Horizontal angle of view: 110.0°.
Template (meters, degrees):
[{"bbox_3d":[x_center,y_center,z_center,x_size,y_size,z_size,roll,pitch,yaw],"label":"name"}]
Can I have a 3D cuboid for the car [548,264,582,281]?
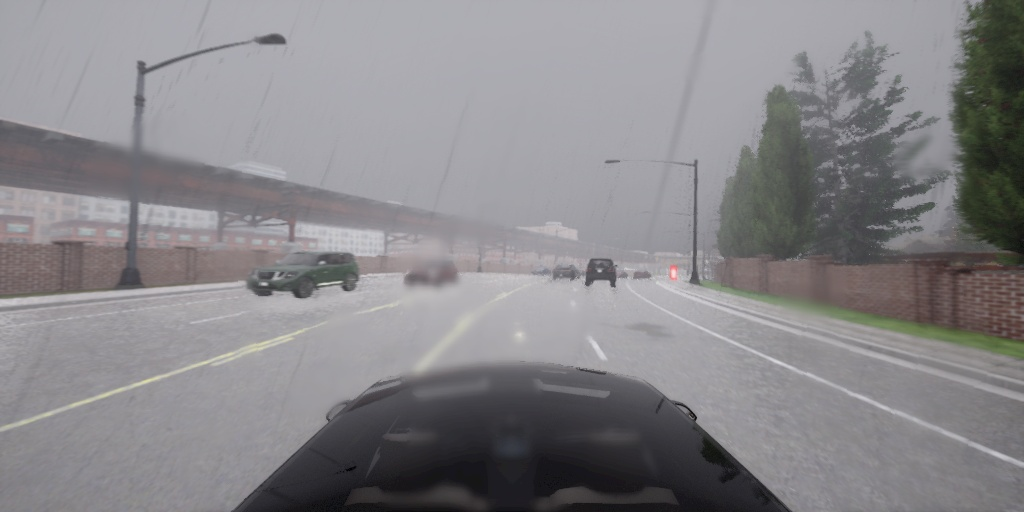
[{"bbox_3d":[5.274,1.559,34.029,2.128,1.511,4.902,1,-2,20],"label":"car"}]

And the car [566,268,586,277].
[{"bbox_3d":[11.118,2.896,61.750,1.994,1.385,4.181,1,-3,31],"label":"car"}]

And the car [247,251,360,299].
[{"bbox_3d":[-9.447,0.772,16.952,2.150,2.045,5.566,1,0,8],"label":"car"}]

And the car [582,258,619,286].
[{"bbox_3d":[7.048,1.213,28.167,2.150,2.045,5.566,1,-1,17],"label":"car"}]

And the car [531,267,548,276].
[{"bbox_3d":[4.825,2.451,57.947,1.812,1.442,4.674,1,-3,30],"label":"car"}]

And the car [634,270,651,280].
[{"bbox_3d":[21.441,3.068,58.842,1.882,1.535,5.008,0,-3,33],"label":"car"}]

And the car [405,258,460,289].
[{"bbox_3d":[-4.901,1.029,22.649,2.097,1.767,4.553,1,0,12],"label":"car"}]

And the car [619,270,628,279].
[{"bbox_3d":[17.827,3.044,59.507,1.994,1.385,4.181,0,-3,33],"label":"car"}]

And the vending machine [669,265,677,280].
[{"bbox_3d":[19.872,2.095,44.187,1.100,2.100,0.880,0,0,28],"label":"vending machine"}]
